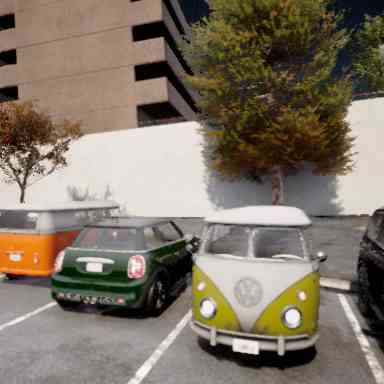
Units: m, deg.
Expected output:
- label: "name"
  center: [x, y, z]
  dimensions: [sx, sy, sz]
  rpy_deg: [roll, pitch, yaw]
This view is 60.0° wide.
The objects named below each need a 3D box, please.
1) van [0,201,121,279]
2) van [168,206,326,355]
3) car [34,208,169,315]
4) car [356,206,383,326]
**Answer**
- label: "van"
  center: [-3.498, 1.287, 9.855]
  dimensions: [1.878, 1.987, 4.442]
  rpy_deg: [0, -1, 16]
- label: "van"
  center: [1.274, 1.275, 6.059]
  dimensions: [1.878, 1.987, 4.442]
  rpy_deg: [0, -1, 17]
- label: "car"
  center: [-1.123, 1.381, 7.928]
  dimensions: [2.185, 1.767, 4.553]
  rpy_deg: [0, -1, 16]
- label: "car"
  center: [3.710, 1.247, 4.359]
  dimensions: [2.435, 2.045, 5.566]
  rpy_deg: [0, -1, 17]
